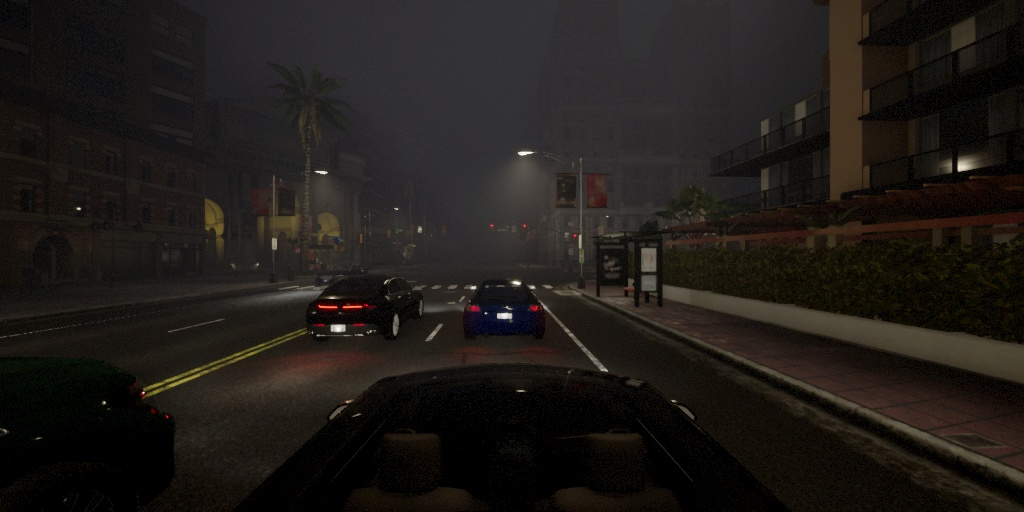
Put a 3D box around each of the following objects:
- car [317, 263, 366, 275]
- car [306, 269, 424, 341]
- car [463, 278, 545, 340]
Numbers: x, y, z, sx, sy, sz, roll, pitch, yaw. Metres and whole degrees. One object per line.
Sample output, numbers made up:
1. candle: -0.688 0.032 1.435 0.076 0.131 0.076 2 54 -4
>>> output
1. car: -11.375 1.240 24.257 2.128 1.511 4.902 0 0 -1
2. car: -3.725 1.255 9.879 1.837 1.490 4.892 0 0 -3
3. car: -0.236 1.314 10.035 1.994 1.385 4.181 0 0 -2
